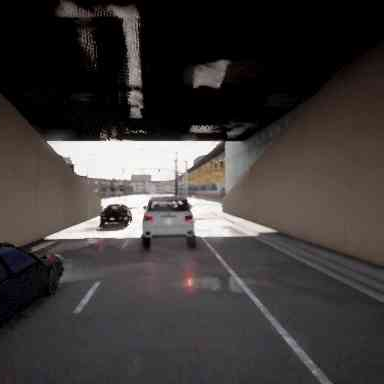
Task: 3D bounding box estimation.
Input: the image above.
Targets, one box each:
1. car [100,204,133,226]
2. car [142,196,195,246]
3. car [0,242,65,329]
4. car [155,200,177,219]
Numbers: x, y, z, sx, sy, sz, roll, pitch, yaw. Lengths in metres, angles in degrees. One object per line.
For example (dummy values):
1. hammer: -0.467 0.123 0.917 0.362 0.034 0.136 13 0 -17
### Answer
1. car: -5.285 1.546 23.524 1.812 1.442 4.674 0 0 -5
2. car: -1.107 1.211 15.407 2.150 2.045 5.566 0 -1 -5
3. car: -3.806 1.572 5.565 2.033 1.411 5.357 0 0 -4
4. car: -2.357 1.517 29.933 1.812 1.442 4.674 0 0 -5
